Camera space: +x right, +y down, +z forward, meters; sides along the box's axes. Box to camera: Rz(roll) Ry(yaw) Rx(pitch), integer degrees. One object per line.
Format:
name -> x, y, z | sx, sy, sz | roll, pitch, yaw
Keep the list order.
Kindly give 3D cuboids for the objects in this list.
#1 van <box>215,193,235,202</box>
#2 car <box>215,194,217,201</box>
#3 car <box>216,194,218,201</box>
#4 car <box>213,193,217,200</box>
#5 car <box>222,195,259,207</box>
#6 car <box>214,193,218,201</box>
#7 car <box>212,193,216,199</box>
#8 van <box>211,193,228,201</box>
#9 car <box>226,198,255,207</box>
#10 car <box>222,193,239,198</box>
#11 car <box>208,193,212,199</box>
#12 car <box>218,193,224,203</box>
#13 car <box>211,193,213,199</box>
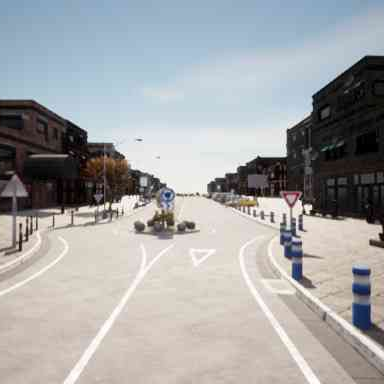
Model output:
van -> 8.010, 1.328, 81.049 | 4.442, 1.987, 1.878 | 0, 0, -1
car -> 8.026, 1.594, 70.146 | 4.892, 1.521, 2.231 | 0, 0, -1
car -> 8.047, 1.611, 67.390 | 5.008, 1.535, 2.097 | 0, 0, -1
car -> 7.927, 1.596, 75.657 | 4.792, 1.488, 2.163 | 0, 0, -1
car -> 8.025, 1.757, 53.609 | 5.366, 1.575, 1.946 | 0, 1, -1
car -> 7.995, 1.579, 72.902 | 4.892, 1.521, 2.231 | 0, 0, -1
car -> 7.931, 1.558, 78.413 | 5.008, 1.535, 2.097 | 0, 0, -1
van -> 7.650, 1.346, 92.194 | 4.442, 1.987, 1.878 | 0, 0, -1
car -> 8.182, 1.763, 56.369 | 4.674, 1.452, 2.002 | 0, 1, -1
car -> 8.116, 1.564, 59.122 | 4.553, 1.767, 2.185 | 0, 1, -1
car -> 7.801, 1.304, 86.684 | 5.566, 2.045, 2.435 | 0, 0, -1
car -> 8.145, 1.409, 61.876 | 5.566, 2.045, 2.435 | 0, 1, -1
car -> 7.864, 1.593, 83.925 | 4.674, 1.452, 2.002 | 0, 0, -1
